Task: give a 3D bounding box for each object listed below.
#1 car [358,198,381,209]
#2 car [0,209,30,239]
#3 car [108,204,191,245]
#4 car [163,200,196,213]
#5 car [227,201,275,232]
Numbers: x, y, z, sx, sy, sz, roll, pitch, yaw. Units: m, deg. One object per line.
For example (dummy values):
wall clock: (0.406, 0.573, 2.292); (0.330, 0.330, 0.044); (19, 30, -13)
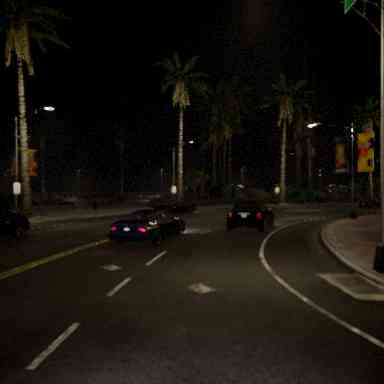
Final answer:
car: (23.932, 1.516, 43.578); (4.181, 1.385, 1.994); (0, 0, -23)
car: (-9.275, 1.510, 14.706); (1.812, 1.442, 4.674); (0, 0, 15)
car: (-1.887, 1.530, 15.596); (2.033, 1.411, 5.357); (0, 0, 16)
car: (-1.683, 1.512, 32.125); (2.033, 1.411, 5.357); (0, 0, 34)
car: (3.672, 1.330, 20.081); (2.097, 1.767, 4.553); (0, 0, 23)
